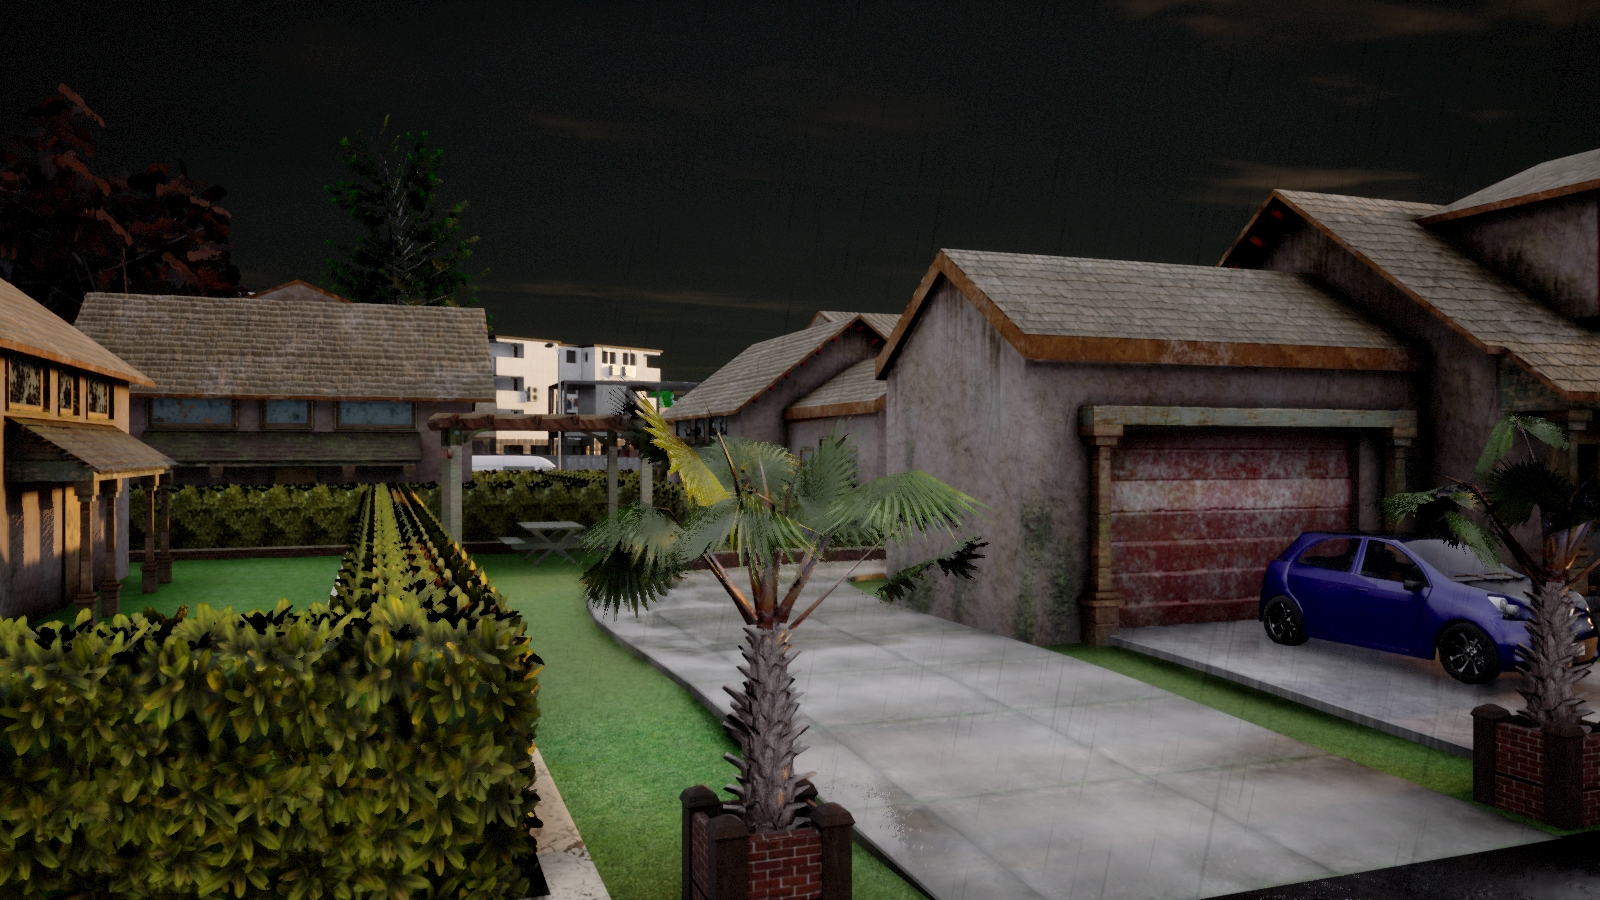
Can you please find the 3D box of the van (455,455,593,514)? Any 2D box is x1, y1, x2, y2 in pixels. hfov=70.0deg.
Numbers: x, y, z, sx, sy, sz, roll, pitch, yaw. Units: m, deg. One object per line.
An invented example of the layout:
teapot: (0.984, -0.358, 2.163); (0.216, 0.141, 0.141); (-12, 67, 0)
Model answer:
van: (-12.556, 1.538, 51.990); (5.915, 2.561, 1.988); (0, 0, -20)
